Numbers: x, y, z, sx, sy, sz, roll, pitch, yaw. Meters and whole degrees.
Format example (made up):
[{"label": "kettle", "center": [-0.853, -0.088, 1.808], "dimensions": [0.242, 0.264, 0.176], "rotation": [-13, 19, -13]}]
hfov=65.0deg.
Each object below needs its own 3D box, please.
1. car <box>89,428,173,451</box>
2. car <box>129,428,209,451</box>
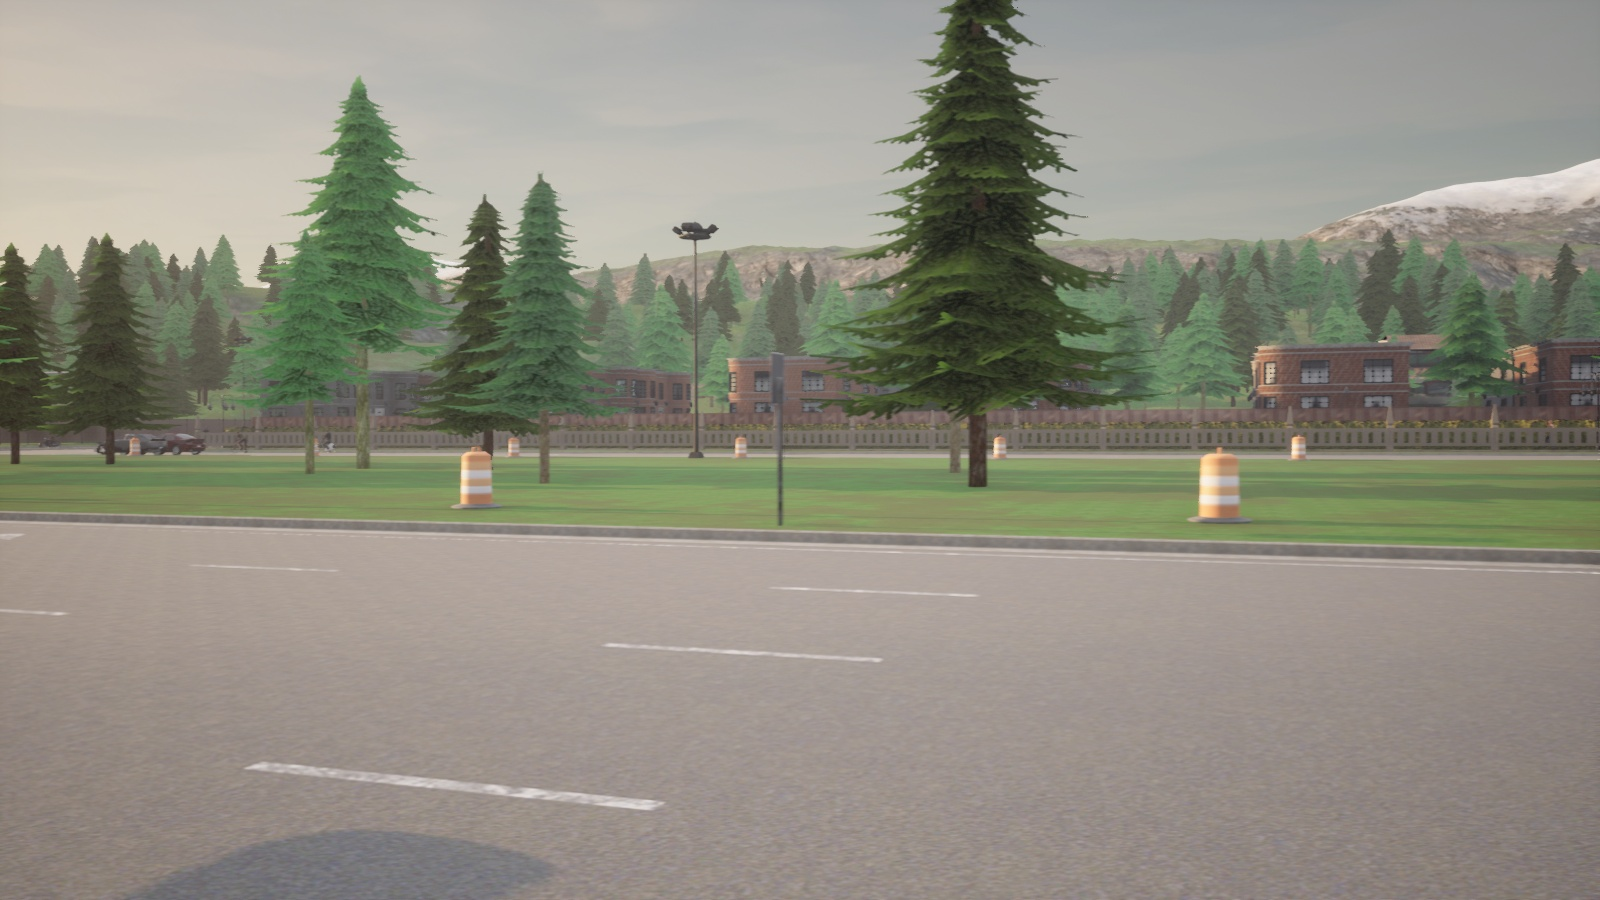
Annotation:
[{"label": "car", "center": [-44.122, -0.710, 82.837], "dimensions": [4.902, 1.511, 2.128], "rotation": [1, 1, 18]}, {"label": "car", "center": [-43.340, -0.740, 86.265], "dimensions": [5.008, 1.535, 1.882], "rotation": [1, 1, 18]}]
